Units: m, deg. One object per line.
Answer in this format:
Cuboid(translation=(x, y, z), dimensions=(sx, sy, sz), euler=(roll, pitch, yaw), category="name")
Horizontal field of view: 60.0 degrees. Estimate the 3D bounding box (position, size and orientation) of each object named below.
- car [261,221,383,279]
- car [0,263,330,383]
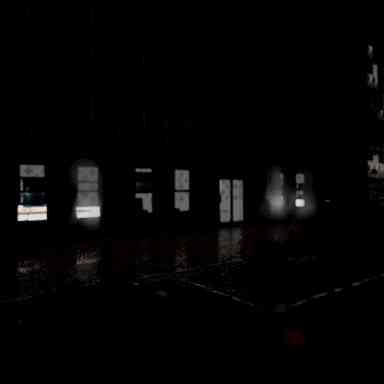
Cuboid(translation=(3.794, 1.503, 9.271), dimensions=(4.206, 1.307, 1.802), euler=(-1, 0, -36), category="car")
Cuboid(translation=(-0.952, 1.557, 2.699), dimensions=(4.181, 1.385, 1.994), euler=(-1, 0, -36), category="car")
